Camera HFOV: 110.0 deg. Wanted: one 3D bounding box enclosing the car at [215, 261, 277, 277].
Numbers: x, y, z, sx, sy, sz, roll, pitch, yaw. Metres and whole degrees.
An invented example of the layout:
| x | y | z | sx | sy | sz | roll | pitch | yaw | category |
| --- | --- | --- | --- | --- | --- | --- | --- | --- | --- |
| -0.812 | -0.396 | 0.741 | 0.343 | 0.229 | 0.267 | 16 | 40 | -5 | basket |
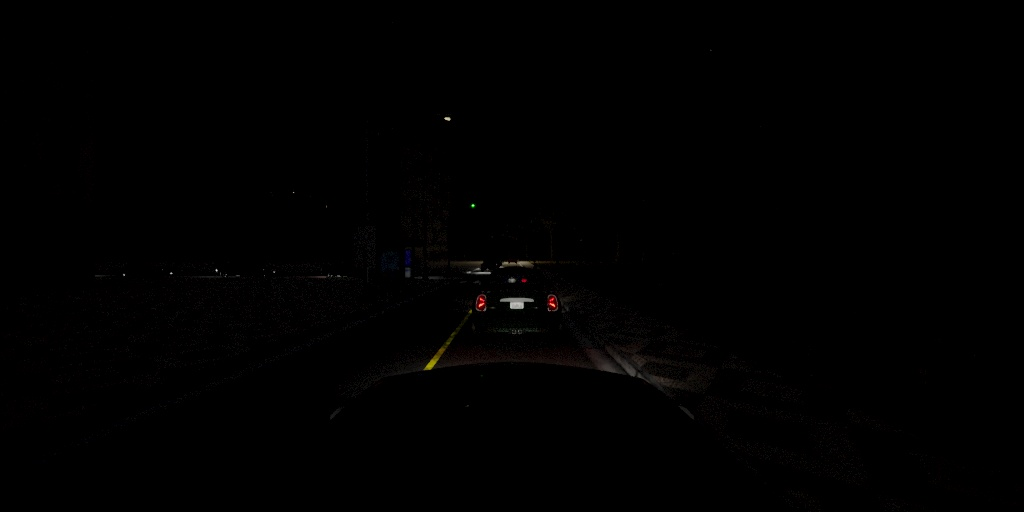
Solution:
| x | y | z | sx | sy | sz | roll | pitch | yaw | category |
| --- | --- | --- | --- | --- | --- | --- | --- | --- | --- |
| -23.815 | 1.166 | 32.263 | 4.902 | 1.511 | 2.128 | 0 | 1 | 2 | car |

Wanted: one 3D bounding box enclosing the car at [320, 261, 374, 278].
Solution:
| x | y | z | sx | sy | sz | roll | pitch | yaw | category |
| --- | --- | --- | --- | --- | --- | --- | --- | --- | --- |
| -14.443 | 1.192 | 31.996 | 4.902 | 1.511 | 2.128 | 0 | 1 | 2 | car |

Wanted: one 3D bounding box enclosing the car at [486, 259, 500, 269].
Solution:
| x | y | z | sx | sy | sz | roll | pitch | yaw | category |
| --- | --- | --- | --- | --- | --- | --- | --- | --- | --- |
| -2.919 | 1.192 | 56.241 | 1.837 | 1.490 | 4.892 | 0 | 0 | 0 | car |

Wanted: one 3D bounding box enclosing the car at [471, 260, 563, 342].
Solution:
| x | y | z | sx | sy | sz | roll | pitch | yaw | category |
| --- | --- | --- | --- | --- | --- | --- | --- | --- | --- |
| 0.117 | 1.099 | 9.957 | 2.097 | 1.767 | 4.553 | 0 | 0 | 0 | car |

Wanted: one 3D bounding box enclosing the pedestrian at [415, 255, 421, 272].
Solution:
| x | y | z | sx | sy | sz | roll | pitch | yaw | category |
| --- | --- | --- | --- | --- | --- | --- | --- | --- | --- |
| -9.969 | 0.800 | 38.103 | 0.375 | 1.860 | 0.375 | 0 | 0 | 2 | pedestrian |

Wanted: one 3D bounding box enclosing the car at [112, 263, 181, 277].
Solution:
| x | y | z | sx | sy | sz | roll | pitch | yaw | category |
| --- | --- | --- | --- | --- | --- | --- | --- | --- | --- |
| -33.052 | 1.249 | 32.532 | 4.718 | 1.301 | 1.895 | 0 | 1 | 2 | car |
